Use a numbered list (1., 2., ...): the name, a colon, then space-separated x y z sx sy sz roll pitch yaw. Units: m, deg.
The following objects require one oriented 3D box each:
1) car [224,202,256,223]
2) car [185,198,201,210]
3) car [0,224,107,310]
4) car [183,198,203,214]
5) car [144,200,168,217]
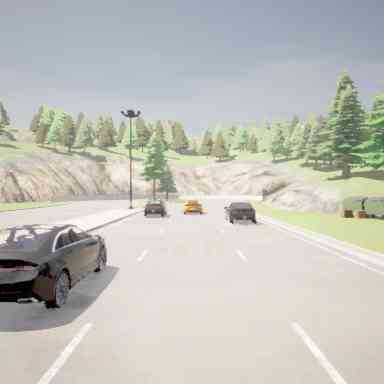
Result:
1. car: 3.601 1.503 25.113 1.837 1.490 4.892 0 0 0
2. car: 0.139 1.547 44.509 2.033 1.411 5.357 0 0 1
3. car: -3.401 1.492 7.801 2.128 1.511 4.902 0 0 0
4. car: 0.097 1.478 34.681 1.882 1.535 5.008 0 0 0
5. car: -3.398 1.492 31.657 2.128 1.511 4.902 0 0 0
